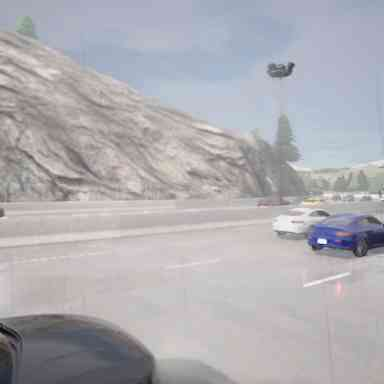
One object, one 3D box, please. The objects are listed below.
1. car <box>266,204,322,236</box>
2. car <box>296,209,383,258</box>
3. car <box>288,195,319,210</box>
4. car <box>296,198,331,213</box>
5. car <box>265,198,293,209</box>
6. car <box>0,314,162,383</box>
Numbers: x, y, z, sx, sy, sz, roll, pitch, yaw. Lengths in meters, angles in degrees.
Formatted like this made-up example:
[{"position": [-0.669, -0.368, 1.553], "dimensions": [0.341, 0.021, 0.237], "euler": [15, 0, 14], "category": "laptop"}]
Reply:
[{"position": [6.092, 1.526, 17.143], "dimensions": [4.674, 1.442, 1.812], "euler": [0, 0, -38], "category": "car"}, {"position": [6.284, 1.526, 12.831], "dimensions": [4.674, 1.442, 1.812], "euler": [0, 0, -38], "category": "car"}, {"position": [14.833, 1.353, 44.122], "dimensions": [2.097, 1.767, 4.553], "euler": [0, 0, 44], "category": "car"}, {"position": [14.140, 1.479, 38.478], "dimensions": [5.008, 1.535, 1.882], "euler": [0, 0, -45], "category": "car"}, {"position": [12.128, 1.566, 46.353], "dimensions": [1.994, 1.385, 4.181], "euler": [0, 0, 44], "category": "car"}, {"position": [-2.479, 1.505, 1.978], "dimensions": [4.892, 1.490, 1.837], "euler": [0, 0, -36], "category": "car"}]
